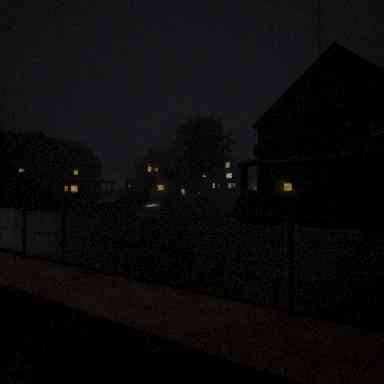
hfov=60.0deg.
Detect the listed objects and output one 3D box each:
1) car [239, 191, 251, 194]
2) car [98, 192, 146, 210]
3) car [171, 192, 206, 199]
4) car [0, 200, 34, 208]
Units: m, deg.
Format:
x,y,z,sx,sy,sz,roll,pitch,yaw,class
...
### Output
x,y,z,sx,sy,sz,roll,pitch,yaw,class
8.562,0.391,50.407,2.033,1.411,5.357,1,2,35,car
-6.254,0.792,29.613,2.097,1.767,4.553,1,2,35,car
-0.292,0.745,38.041,2.033,1.411,5.357,1,2,35,car
-12.028,1.241,21.413,1.994,1.385,4.181,1,2,36,car
